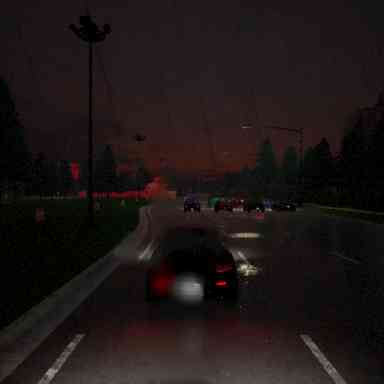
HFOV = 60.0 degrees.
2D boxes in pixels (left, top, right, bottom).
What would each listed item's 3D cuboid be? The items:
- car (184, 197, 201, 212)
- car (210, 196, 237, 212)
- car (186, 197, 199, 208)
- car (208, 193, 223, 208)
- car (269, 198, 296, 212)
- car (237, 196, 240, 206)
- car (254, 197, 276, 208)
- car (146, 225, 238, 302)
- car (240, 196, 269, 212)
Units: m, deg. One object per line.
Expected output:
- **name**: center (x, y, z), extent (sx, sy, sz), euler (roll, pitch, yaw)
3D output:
- **car**: center (0.019, 1.601, 38.382), extent (1.895, 1.301, 4.718), euler (0, 0, 0)
- **car**: center (3.518, 1.492, 37.933), extent (2.128, 1.511, 4.902), euler (0, 0, 0)
- **car**: center (0.024, 1.526, 48.394), extent (1.812, 1.442, 4.674), euler (0, 0, 0)
- **car**: center (3.524, 1.221, 48.380), extent (2.150, 2.045, 5.566), euler (0, 0, 0)
- **car**: center (10.519, 1.564, 38.346), extent (1.994, 1.385, 4.181), euler (0, 0, 0)
- **car**: center (7.023, 1.352, 48.319), extent (2.097, 1.767, 4.553), euler (0, 0, 0)
- **car**: center (10.524, 1.547, 48.347), extent (2.033, 1.411, 5.357), euler (0, 0, 0)
- **car**: center (0.004, 1.526, 8.141), extent (1.812, 1.442, 4.674), euler (0, 0, 0)
- **car**: center (7.018, 1.505, 37.932), extent (1.837, 1.490, 4.892), euler (0, 0, 0)
